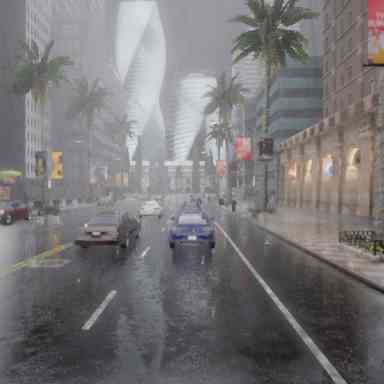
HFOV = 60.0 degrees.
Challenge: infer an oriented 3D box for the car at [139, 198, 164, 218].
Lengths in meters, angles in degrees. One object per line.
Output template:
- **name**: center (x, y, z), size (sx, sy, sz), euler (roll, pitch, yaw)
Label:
- **car**: center (-3.578, 1.532, 29.669), size (1.812, 1.442, 4.674), euler (0, 0, -1)

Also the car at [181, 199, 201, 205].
- **car**: center (-0.078, 1.572, 29.707), size (1.994, 1.385, 4.181), euler (0, 0, -1)

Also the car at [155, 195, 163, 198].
- **car**: center (-7.584, 1.481, 76.798), size (1.812, 1.442, 4.674), euler (0, 0, -1)

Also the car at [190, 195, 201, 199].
- **car**: center (0.760, 1.350, 65.426), size (2.097, 1.767, 4.553), euler (0, 0, -1)

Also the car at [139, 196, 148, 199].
- **car**: center (-11.084, 1.502, 76.847), size (1.994, 1.385, 4.181), euler (0, 0, -1)

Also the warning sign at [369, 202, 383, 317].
- **warning sign**: center (3.800, 1.114, 5.388), size (1.300, 1.860, 1.060), euler (0, 0, 0)

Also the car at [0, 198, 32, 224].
- **car**: center (-13.619, 1.353, 24.278), size (2.185, 1.767, 4.553), euler (0, 0, -1)

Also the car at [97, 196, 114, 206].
- **car**: center (-13.925, 1.480, 53.652), size (2.231, 1.521, 4.892), euler (0, 0, -1)

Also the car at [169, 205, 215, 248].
- **car**: center (0.023, 1.532, 14.621), size (1.812, 1.442, 4.674), euler (0, 0, 0)

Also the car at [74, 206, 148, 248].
- **car**: center (-3.477, 1.562, 14.641), size (2.033, 1.411, 5.357), euler (0, 0, 0)
